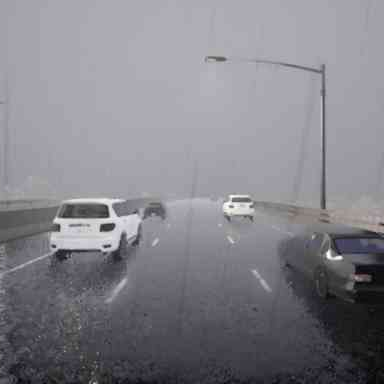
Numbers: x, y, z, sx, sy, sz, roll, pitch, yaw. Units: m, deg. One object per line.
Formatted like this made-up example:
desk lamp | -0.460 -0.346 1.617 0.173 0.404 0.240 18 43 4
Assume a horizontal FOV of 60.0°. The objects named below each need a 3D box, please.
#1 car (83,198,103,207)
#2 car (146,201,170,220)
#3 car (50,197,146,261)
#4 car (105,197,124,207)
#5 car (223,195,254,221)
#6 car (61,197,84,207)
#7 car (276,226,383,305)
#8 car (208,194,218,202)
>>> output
car | -16.560 1.687 56.084 1.812 1.442 4.674 0 0 2
car | -3.107 1.574 29.340 1.837 1.490 4.892 0 0 1
car | -3.335 1.245 12.591 2.150 2.045 5.566 0 0 0
car | -13.061 1.642 56.080 1.882 1.535 5.008 0 0 2
car | 3.874 1.294 28.290 2.150 2.045 5.566 0 0 1
car | -20.061 1.636 56.113 1.882 1.535 5.008 0 0 2
car | 3.632 1.570 8.371 2.033 1.411 5.357 0 0 0
car | 5.925 1.707 89.023 2.097 1.767 4.553 0 0 3
